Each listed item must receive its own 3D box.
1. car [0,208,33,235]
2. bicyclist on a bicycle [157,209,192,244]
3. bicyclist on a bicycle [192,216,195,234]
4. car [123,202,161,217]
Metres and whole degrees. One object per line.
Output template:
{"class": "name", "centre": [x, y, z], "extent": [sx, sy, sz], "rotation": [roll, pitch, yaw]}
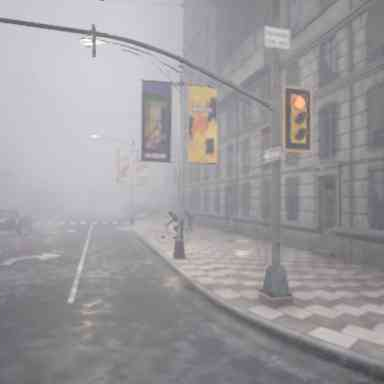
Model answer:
{"class": "car", "centre": [-12.374, 1.899, 22.769], "extent": [2.097, 1.767, 4.553], "rotation": [1, -2, -16]}
{"class": "bicyclist on a bicycle", "centre": [-0.933, 1.772, 16.531], "extent": [1.656, 1.620, 0.582], "rotation": [0, -2, 0]}
{"class": "bicyclist on a bicycle", "centre": [-0.309, 1.916, 21.389], "extent": [0.582, 1.620, 1.656], "rotation": [-1, -2, 40]}
{"class": "car", "centre": [-7.195, 2.534, 47.923], "extent": [5.566, 2.045, 2.150], "rotation": [1, -3, -38]}
